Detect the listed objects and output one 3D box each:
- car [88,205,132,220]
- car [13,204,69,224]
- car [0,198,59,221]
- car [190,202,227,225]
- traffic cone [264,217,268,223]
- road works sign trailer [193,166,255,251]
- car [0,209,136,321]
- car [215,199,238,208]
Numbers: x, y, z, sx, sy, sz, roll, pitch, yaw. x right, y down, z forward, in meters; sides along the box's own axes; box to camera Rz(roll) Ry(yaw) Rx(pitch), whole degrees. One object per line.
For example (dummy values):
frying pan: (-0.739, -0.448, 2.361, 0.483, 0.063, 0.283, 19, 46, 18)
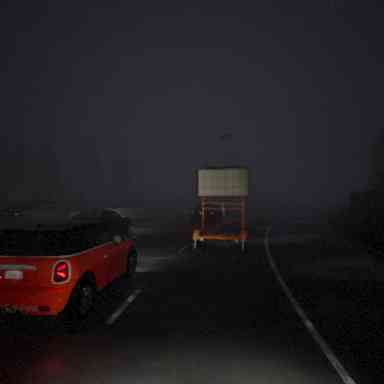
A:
car: (-7.974, 1.969, 32.897, 1.895, 1.301, 4.718, 0, -1, 20)
car: (-12.932, 1.846, 28.897, 1.812, 1.442, 4.674, 0, -1, 17)
car: (-15.637, 1.577, 32.095, 2.150, 2.045, 5.566, 0, -1, 18)
car: (1.459, 1.662, 27.384, 2.097, 1.767, 4.553, 0, -1, 18)
traffic cone: (6.081, 2.267, 27.306, 0.340, 0.580, 0.340, 0, -1, 14)
road works sign trailer: (1.431, 0.636, 15.090, 2.380, 3.560, 2.880, 0, -1, 14)
car: (-2.786, 1.438, 7.715, 2.097, 1.767, 4.553, 0, -1, 5)
car: (6.798, 2.239, 65.824, 2.128, 1.511, 4.902, -1, -1, 39)
